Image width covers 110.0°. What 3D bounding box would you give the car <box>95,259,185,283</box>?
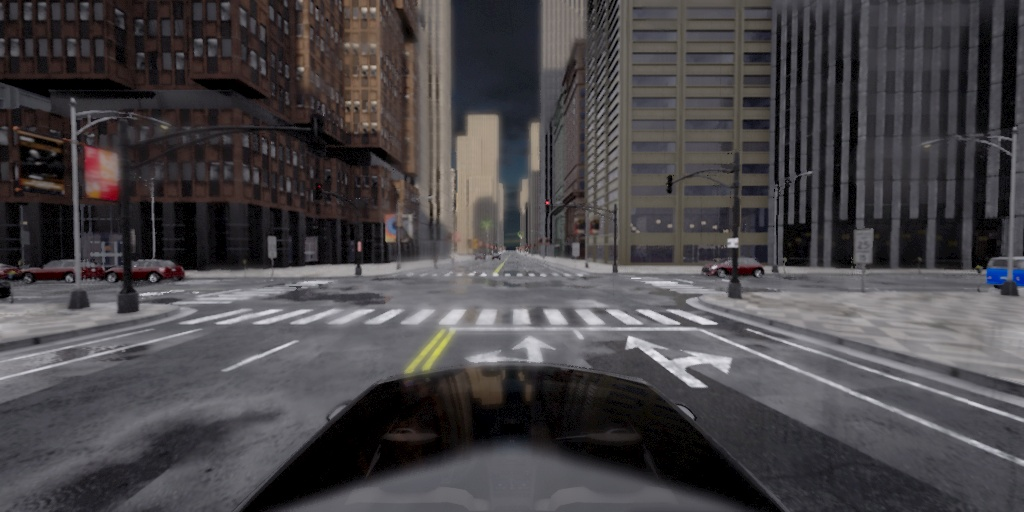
[{"bbox_3d":[-24.734,0.956,24.176,4.097,1.591,1.967,0,0,0],"label":"car"}]

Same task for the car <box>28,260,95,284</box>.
[{"bbox_3d":[-30.159,0.975,24.173,4.097,1.591,1.967,0,0,0],"label":"car"}]

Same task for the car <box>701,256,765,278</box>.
[{"bbox_3d":[16.676,0.816,27.309,4.097,1.591,1.967,0,0,0],"label":"car"}]

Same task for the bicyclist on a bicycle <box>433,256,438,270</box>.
[{"bbox_3d":[-8.756,0.767,41.079,0.582,1.620,1.656,0,1,0],"label":"bicyclist on a bicycle"}]

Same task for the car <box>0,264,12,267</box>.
[{"bbox_3d":[-35.584,1.137,24.169,4.207,1.307,1.802,0,0,0],"label":"car"}]

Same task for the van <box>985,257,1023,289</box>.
[{"bbox_3d":[27.514,0.921,18.728,3.998,1.789,1.690,0,0,0],"label":"van"}]

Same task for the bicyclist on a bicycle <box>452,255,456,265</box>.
[{"bbox_3d":[-8.743,0.617,53.476,0.866,1.612,1.509,0,1,0],"label":"bicyclist on a bicycle"}]

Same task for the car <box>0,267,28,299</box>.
[{"bbox_3d":[-24.730,1.298,15.654,4.313,1.339,1.948,0,0,0],"label":"car"}]
